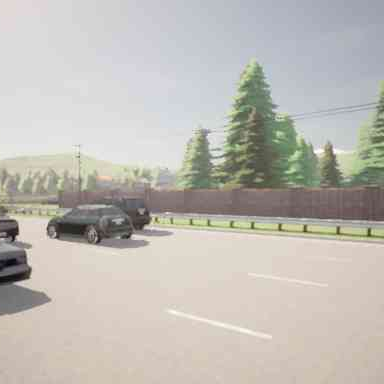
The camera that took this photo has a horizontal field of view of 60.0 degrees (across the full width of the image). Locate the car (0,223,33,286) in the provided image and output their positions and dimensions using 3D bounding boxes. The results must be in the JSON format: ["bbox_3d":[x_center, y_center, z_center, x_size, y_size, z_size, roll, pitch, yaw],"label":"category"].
[{"bbox_3d":[-6.191,1.592,8.398,5.357,1.411,2.033,0,0,35],"label":"car"}]

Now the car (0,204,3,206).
[{"bbox_3d":[-18.700,1.638,30.191,4.902,1.511,2.128,0,0,35],"label":"car"}]

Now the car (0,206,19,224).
[{"bbox_3d":[-9.870,1.567,15.313,4.902,1.511,2.128,0,0,35],"label":"car"}]

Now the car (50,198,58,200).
[{"bbox_3d":[-24.188,1.720,59.018,5.008,1.535,1.882,0,0,-28],"label":"car"}]

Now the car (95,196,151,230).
[{"bbox_3d":[-5.040,1.293,20.468,5.566,2.045,2.150,0,0,35],"label":"car"}]

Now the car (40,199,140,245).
[{"bbox_3d":[-5.029,1.412,16.163,4.553,1.767,2.097,0,0,35],"label":"car"}]
